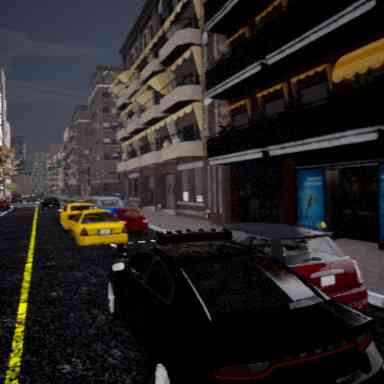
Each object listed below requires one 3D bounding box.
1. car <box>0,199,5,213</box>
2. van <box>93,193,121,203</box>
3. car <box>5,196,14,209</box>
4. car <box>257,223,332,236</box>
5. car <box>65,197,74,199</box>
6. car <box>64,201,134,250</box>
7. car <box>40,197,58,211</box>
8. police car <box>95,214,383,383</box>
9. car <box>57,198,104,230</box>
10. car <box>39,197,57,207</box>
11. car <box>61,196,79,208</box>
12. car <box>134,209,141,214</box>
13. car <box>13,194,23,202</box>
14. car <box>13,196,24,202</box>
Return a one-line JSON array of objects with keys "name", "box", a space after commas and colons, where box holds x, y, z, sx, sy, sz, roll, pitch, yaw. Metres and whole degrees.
[{"name": "car", "box": [-20.174, 1.552, 33.213, 1.752, 1.417, 4.829, -1, 1, -25]}, {"name": "van", "box": [-5.716, 1.201, 21.768, 1.690, 1.788, 3.998, -1, 1, -25]}, {"name": "car", "box": [-24.856, 1.556, 43.427, 1.887, 1.381, 4.507, -1, 1, -25]}, {"name": "car", "box": [1.203, 1.330, 6.681, 1.967, 1.590, 4.097, -1, 1, -25]}, {"name": "car", "box": [-12.628, 1.383, 36.858, 2.008, 1.369, 4.403, -1, 1, -25]}, {"name": "car", "box": [-4.114, 1.370, 13.989, 1.801, 1.575, 5.366, -1, 1, -25]}, {"name": "car", "box": [-16.926, 1.365, 39.883, 1.882, 1.535, 5.008, -1, 1, -24]}, {"name": "police car", "box": [-0.008, 1.361, 4.810, 1.930, 1.638, 5.238, -1, 1, -23]}, {"name": "car", "box": [-6.536, 1.382, 19.271, 1.882, 1.535, 5.008, -1, 1, -25]}, {"name": "car", "box": [-21.957, 1.473, 50.835, 1.895, 1.301, 4.718, -1, 1, -16]}, {"name": "car", "box": [-17.240, 1.368, 46.918, 2.008, 1.369, 4.403, -1, 1, -25]}, {"name": "car", "box": [-3.406, 1.451, 16.742, 1.802, 1.307, 4.206, -1, 1, -25]}, {"name": "car", "box": [-38.358, 1.301, 72.866, 2.192, 1.841, 5.009, -2, 1, -25]}, {"name": "car", "box": [-40.654, 1.550, 77.889, 1.947, 1.339, 4.313, -2, 1, -25]}]
